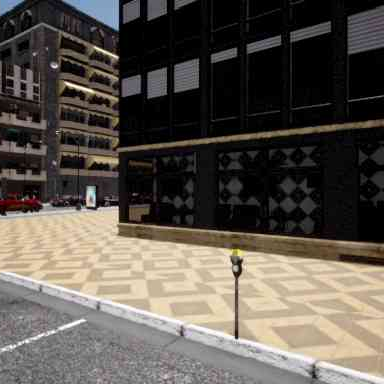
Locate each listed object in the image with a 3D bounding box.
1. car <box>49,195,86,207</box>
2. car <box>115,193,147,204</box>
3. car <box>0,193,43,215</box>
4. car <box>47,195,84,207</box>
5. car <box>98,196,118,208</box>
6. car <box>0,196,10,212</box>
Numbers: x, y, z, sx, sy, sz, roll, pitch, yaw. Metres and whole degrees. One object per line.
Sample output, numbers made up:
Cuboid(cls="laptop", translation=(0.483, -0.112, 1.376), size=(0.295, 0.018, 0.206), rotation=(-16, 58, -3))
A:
Cuboid(cls="car", translation=(-14.674, 1.082, 40.265), size=(1.994, 1.385, 4.181), rotation=(0, 1, 35))
Cuboid(cls="car", translation=(-8.869, 0.853, 48.509), size=(1.812, 1.442, 4.674), rotation=(0, 1, 35))
Cuboid(cls="car", translation=(-15.620, 1.029, 28.805), size=(2.192, 1.841, 5.009), rotation=(1, 2, 35))
Cuboid(cls="car", translation=(-16.141, 1.074, 42.654), size=(1.802, 1.307, 4.206), rotation=(1, 2, 35))
Cuboid(cls="car", translation=(-9.247, 1.072, 37.891), size=(1.947, 1.339, 4.313), rotation=(1, 2, 35))
Cuboid(cls="car", translation=(-20.417, 1.230, 32.080), size=(1.812, 1.442, 4.674), rotation=(0, 1, 35))
